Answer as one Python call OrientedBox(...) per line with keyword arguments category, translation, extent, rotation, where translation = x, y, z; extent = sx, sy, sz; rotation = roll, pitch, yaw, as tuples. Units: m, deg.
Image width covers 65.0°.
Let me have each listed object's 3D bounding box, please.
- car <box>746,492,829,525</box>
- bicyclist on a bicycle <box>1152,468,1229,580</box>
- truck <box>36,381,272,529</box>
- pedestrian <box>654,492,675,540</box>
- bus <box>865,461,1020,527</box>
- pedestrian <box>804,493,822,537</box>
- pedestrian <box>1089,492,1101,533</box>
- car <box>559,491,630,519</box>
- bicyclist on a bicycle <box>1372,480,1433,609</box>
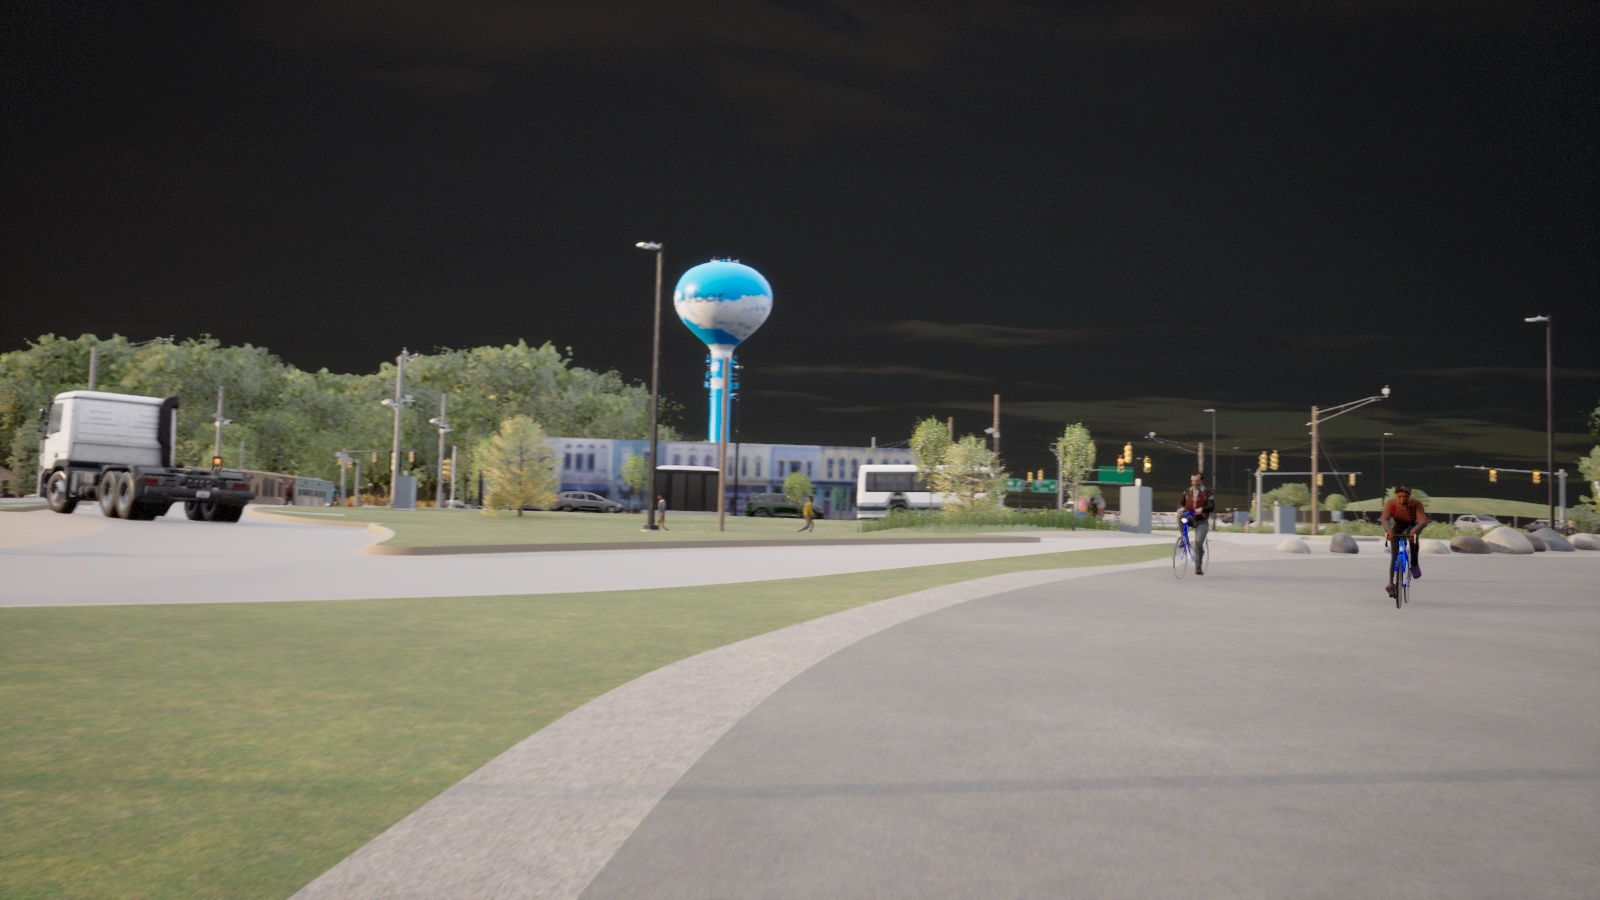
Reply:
OrientedBox(category="car", translation=(-0.908, 4.064, 86.802), extent=(5.566, 2.045, 2.150), rotation=(2, -4, -5))
OrientedBox(category="bicyclist on a bicycle", translation=(6.512, 1.209, 20.897), extent=(0.659, 1.776, 1.843), rotation=(1, -1, 35))
OrientedBox(category="truck", translation=(-17.427, 0.224, 33.594), extent=(7.936, 3.462, 2.891), rotation=(-1, -5, 43))
OrientedBox(category="pedestrian", translation=(-5.623, 2.731, 52.090), extent=(0.788, 1.949, 0.423), rotation=(2, -4, -11))
OrientedBox(category="bus", translation=(9.744, 3.120, 87.023), extent=(10.273, 4.253, 3.944), rotation=(0, -6, 2))
OrientedBox(category="pedestrian", translation=(0.550, 2.793, 53.852), extent=(0.709, 1.840, 0.431), rotation=(1, -4, -5))
OrientedBox(category="pedestrian", translation=(13.967, 2.959, 59.467), extent=(0.395, 1.930, 0.692), rotation=(1, -4, 3))
OrientedBox(category="car", translation=(-13.988, 3.763, 85.685), extent=(4.611, 1.667, 2.242), rotation=(2, -4, -6))
OrientedBox(category="bicyclist on a bicycle", translation=(8.019, 1.218, 16.691), extent=(0.582, 1.620, 1.656), rotation=(0, -1, 31))
